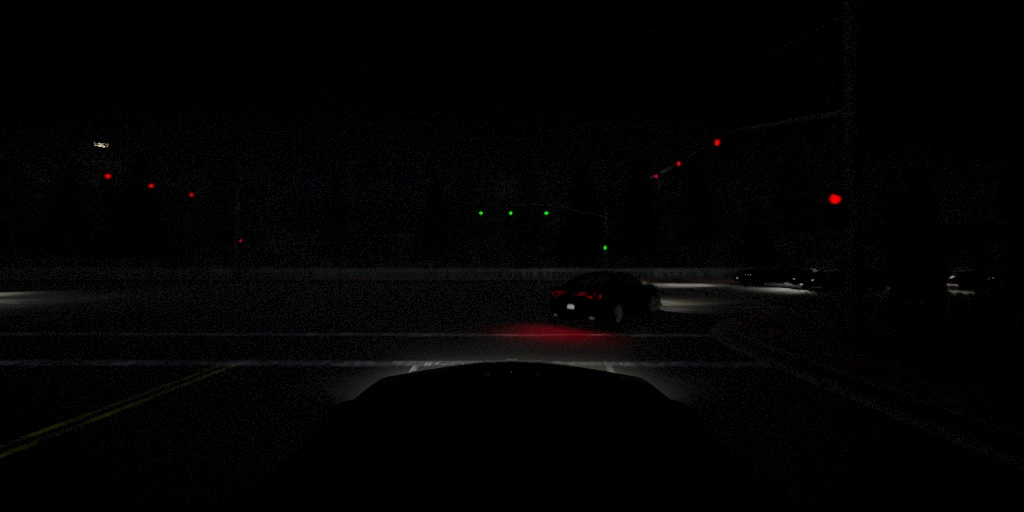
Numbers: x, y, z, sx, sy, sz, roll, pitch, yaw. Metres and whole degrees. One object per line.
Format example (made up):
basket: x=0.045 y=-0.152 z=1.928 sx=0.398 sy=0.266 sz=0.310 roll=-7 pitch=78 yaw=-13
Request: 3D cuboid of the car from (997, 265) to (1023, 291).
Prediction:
car: x=28.723 y=0.983 z=17.937 sx=5.566 sy=2.045 sz=2.150 roll=0 pitch=0 yaw=2

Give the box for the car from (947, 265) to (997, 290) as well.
car: x=29.864 y=1.253 z=21.467 sx=5.008 sy=1.535 sz=1.882 roll=0 pitch=0 yaw=2

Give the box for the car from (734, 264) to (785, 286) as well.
car: x=18.275 y=1.281 z=25.161 sx=4.902 sy=1.511 sz=2.128 roll=0 pitch=0 yaw=1

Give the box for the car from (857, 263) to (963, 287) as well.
car: x=27.607 y=1.281 z=25.027 sx=4.902 sy=1.511 sz=2.128 roll=0 pitch=0 yaw=2

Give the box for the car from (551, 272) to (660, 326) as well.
car: x=3.252 y=1.252 z=11.973 sx=1.882 sy=1.535 sz=5.008 roll=-2 pitch=-1 yaw=40

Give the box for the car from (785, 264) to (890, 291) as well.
car: x=20.110 y=1.323 z=21.692 sx=5.357 sy=1.411 sz=2.033 roll=0 pitch=0 yaw=-1
